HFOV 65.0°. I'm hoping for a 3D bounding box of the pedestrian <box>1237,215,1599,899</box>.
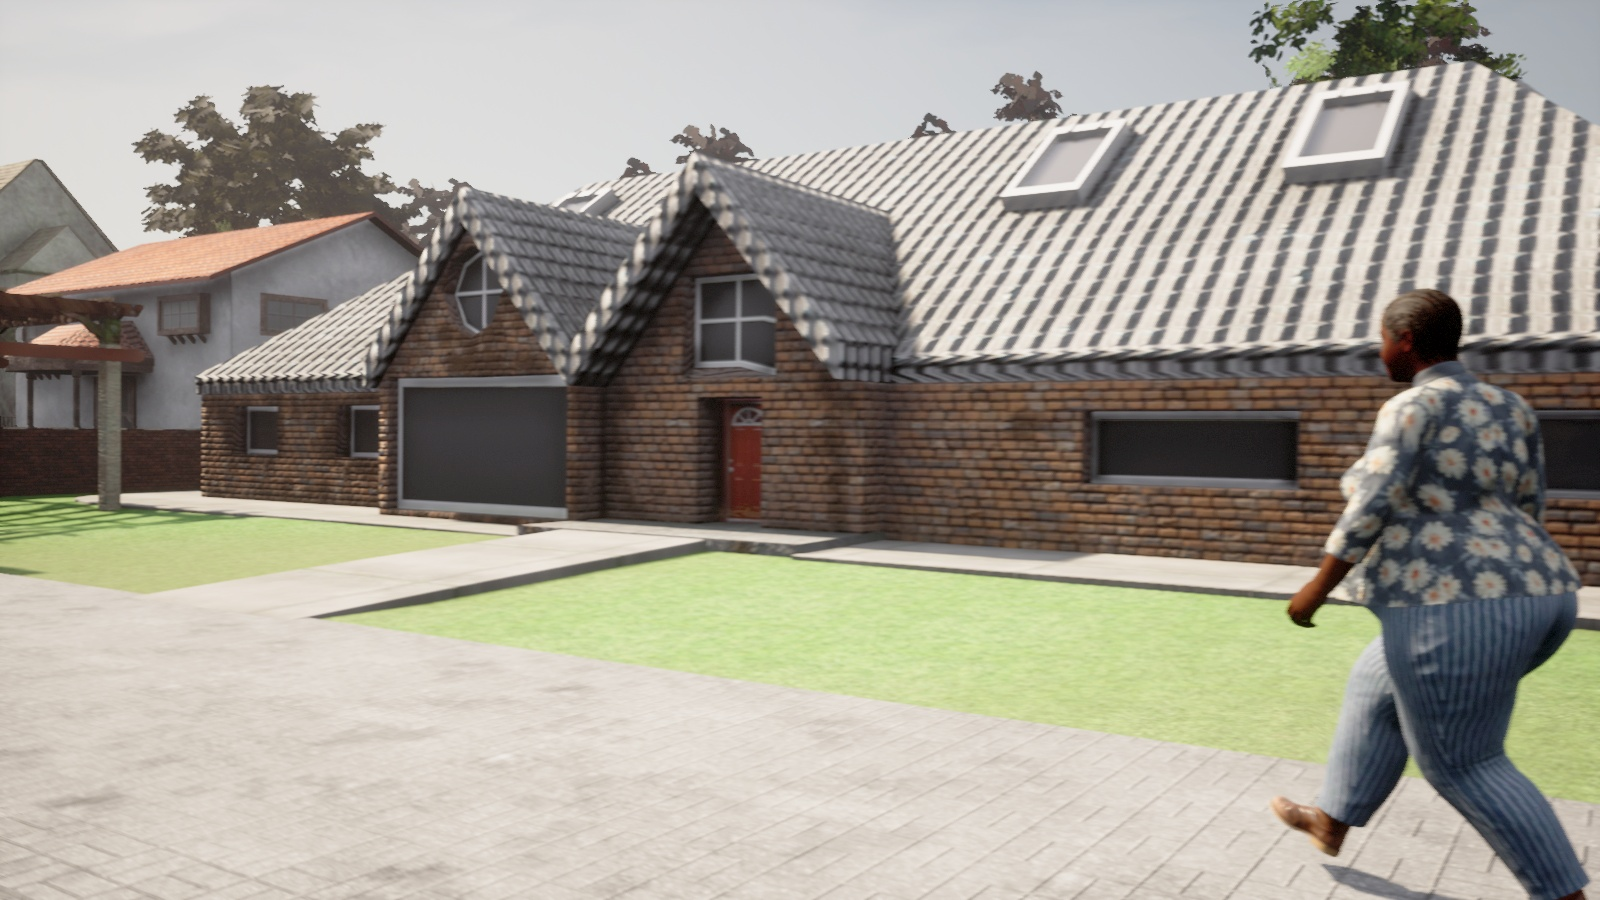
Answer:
[{"bbox_3d":[1.891,0.376,3.525,0.874,1.855,0.900,-1,1,-32],"label":"pedestrian"}]
